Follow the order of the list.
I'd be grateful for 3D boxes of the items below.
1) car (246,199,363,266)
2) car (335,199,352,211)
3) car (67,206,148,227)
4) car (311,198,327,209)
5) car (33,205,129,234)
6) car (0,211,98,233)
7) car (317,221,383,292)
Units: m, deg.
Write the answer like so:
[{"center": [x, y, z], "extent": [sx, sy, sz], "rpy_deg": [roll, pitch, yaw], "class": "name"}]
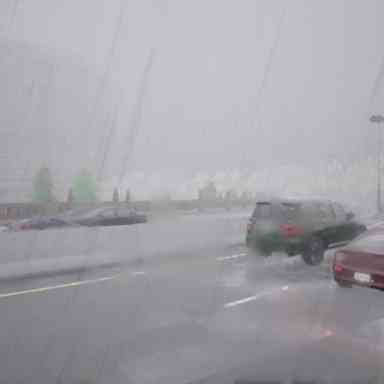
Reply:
[{"center": [4.282, 1.270, 12.021], "extent": [5.566, 2.045, 2.150], "rpy_deg": [0, 0, -42], "class": "car"}, {"center": [20.461, 1.701, 44.879], "extent": [1.812, 1.442, 4.674], "rpy_deg": [0, 0, 27], "class": "car"}, {"center": [-4.779, 1.560, 18.316], "extent": [5.008, 1.535, 1.882], "rpy_deg": [0, 0, -41], "class": "car"}, {"center": [19.707, 1.751, 51.374], "extent": [2.033, 1.411, 5.357], "rpy_deg": [0, 0, 24], "class": "car"}, {"center": [-6.878, 1.643, 21.050], "extent": [5.357, 1.411, 2.033], "rpy_deg": [0, 0, -41], "class": "car"}, {"center": [-6.105, 1.624, 12.768], "extent": [4.181, 1.385, 1.994], "rpy_deg": [0, 0, -38], "class": "car"}, {"center": [5.195, 1.557, 8.210], "extent": [4.674, 1.442, 1.812], "rpy_deg": [0, 0, -40], "class": "car"}]
